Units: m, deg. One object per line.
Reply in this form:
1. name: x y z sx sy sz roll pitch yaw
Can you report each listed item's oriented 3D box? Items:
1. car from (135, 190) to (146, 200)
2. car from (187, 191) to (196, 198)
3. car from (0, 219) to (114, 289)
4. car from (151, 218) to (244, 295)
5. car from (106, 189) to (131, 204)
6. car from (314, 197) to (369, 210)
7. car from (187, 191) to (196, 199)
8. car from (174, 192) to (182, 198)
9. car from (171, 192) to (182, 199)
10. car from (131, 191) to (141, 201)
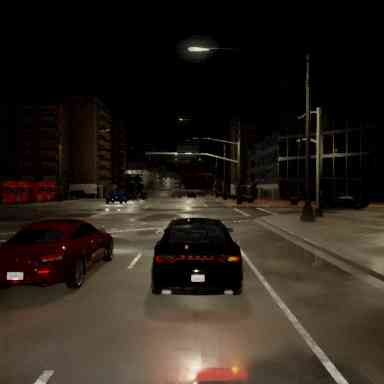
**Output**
1. car: -10.588 0.530 67.543 2.150 2.045 5.566 0 0 0
2. car: -0.102 0.602 86.905 2.097 1.767 4.553 0 0 0
3. car: -3.412 1.433 8.749 1.812 1.442 4.674 0 1 0
4. car: 0.097 1.390 8.549 1.882 1.535 5.008 0 1 0
5. car: -10.625 0.617 47.258 2.150 2.045 5.566 0 0 0
6. car: 14.731 1.125 33.019 4.718 1.301 1.895 0 1 0
7. car: -0.084 0.756 76.680 1.882 1.535 5.008 0 0 0
8. car: -3.600 0.681 85.683 1.837 1.490 4.892 0 0 0
9. car: -3.588 0.804 75.681 1.812 1.442 4.674 0 0 0
10. car: -10.616 0.941 57.333 1.895 1.301 4.718 0 0 0
